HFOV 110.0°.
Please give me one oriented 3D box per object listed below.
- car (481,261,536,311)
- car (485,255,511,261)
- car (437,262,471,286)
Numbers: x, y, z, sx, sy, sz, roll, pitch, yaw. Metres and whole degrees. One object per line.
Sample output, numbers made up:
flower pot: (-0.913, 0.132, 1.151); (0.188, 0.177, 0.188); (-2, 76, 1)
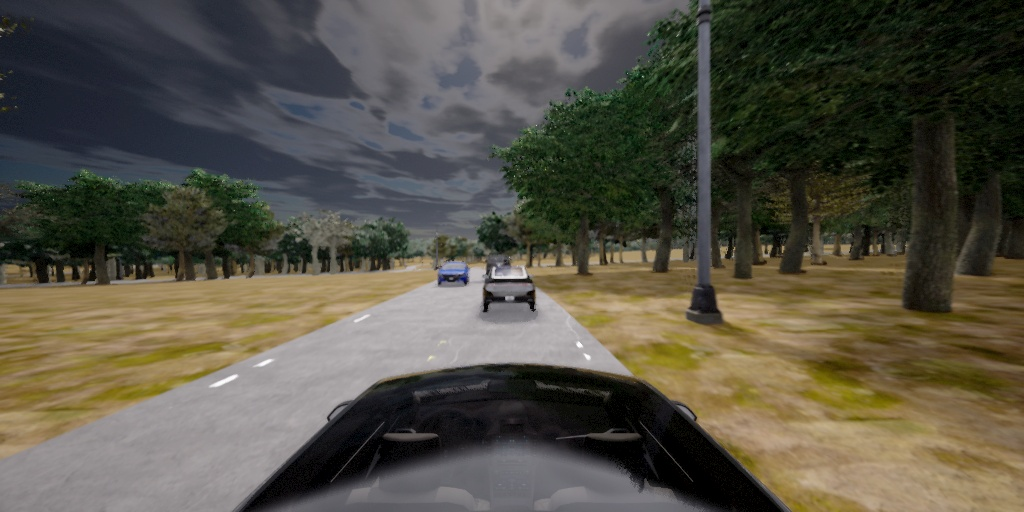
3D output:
car: (-0.148, 1.128, 13.860); (2.128, 1.511, 4.902); (0, 0, -2)
car: (-1.271, 0.932, 33.237); (2.150, 2.045, 5.566); (0, -1, -5)
car: (-3.839, 1.124, 24.238); (1.882, 1.535, 5.008); (0, 0, -4)
